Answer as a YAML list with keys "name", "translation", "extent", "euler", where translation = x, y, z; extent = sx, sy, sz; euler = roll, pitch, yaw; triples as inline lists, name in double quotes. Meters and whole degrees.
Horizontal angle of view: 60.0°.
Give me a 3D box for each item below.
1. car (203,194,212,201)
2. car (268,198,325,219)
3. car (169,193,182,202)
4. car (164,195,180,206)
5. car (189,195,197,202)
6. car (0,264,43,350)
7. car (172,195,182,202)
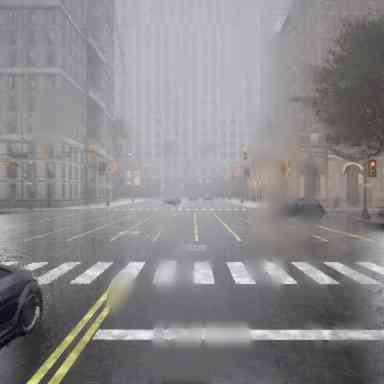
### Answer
- name: "car"
  translation: [3.691, 1.280, 78.572]
  extent: [2.097, 1.767, 4.553]
  euler: [0, 0, 1]
- name: "car"
  translation: [8.880, 1.351, 28.469]
  extent: [4.553, 1.767, 2.097]
  euler: [0, 0, -11]
- name: "car"
  translation: [-3.497, 1.221, 64.531]
  extent: [2.150, 2.045, 5.566]
  euler: [0, 0, 1]
- name: "car"
  translation: [-3.546, 1.601, 54.813]
  extent: [1.895, 1.301, 4.718]
  euler: [0, 0, 1]
- name: "car"
  translation: [0.192, 1.449, 78.638]
  extent: [2.128, 1.511, 4.902]
  euler: [0, 0, 1]
- name: "car"
  translation: [-3.514, 1.563, 3.895]
  extent: [1.994, 1.385, 4.181]
  euler: [0, 0, 1]
- name: "car"
  translation: [-3.347, 1.500, 74.991]
  extent: [1.837, 1.490, 4.892]
  euler: [0, 0, 1]
